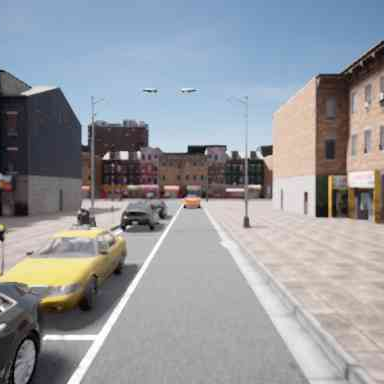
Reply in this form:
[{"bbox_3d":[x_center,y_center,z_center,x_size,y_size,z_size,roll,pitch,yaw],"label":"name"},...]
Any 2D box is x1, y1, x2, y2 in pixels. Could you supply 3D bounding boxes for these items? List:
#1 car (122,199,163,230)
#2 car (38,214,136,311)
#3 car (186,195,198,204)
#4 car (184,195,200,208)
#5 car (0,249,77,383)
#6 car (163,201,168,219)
[{"bbox_3d":[-3.039,1.384,20.127,1.837,1.490,4.892,0,0,0],"label":"car"},{"bbox_3d":[-2.652,1.478,7.670,1.752,1.417,4.829,0,0,0],"label":"car"},{"bbox_3d":[0.053,1.212,57.068,1.812,1.442,4.674,0,0,4],"label":"car"},{"bbox_3d":[0.015,1.108,43.210,2.097,1.767,4.553,0,0,0],"label":"car"},{"bbox_3d":[-2.646,1.535,2.413,2.008,1.369,4.403,0,0,0],"label":"car"},{"bbox_3d":[-3.040,1.318,27.128,1.882,1.535,5.008,0,0,0],"label":"car"}]
